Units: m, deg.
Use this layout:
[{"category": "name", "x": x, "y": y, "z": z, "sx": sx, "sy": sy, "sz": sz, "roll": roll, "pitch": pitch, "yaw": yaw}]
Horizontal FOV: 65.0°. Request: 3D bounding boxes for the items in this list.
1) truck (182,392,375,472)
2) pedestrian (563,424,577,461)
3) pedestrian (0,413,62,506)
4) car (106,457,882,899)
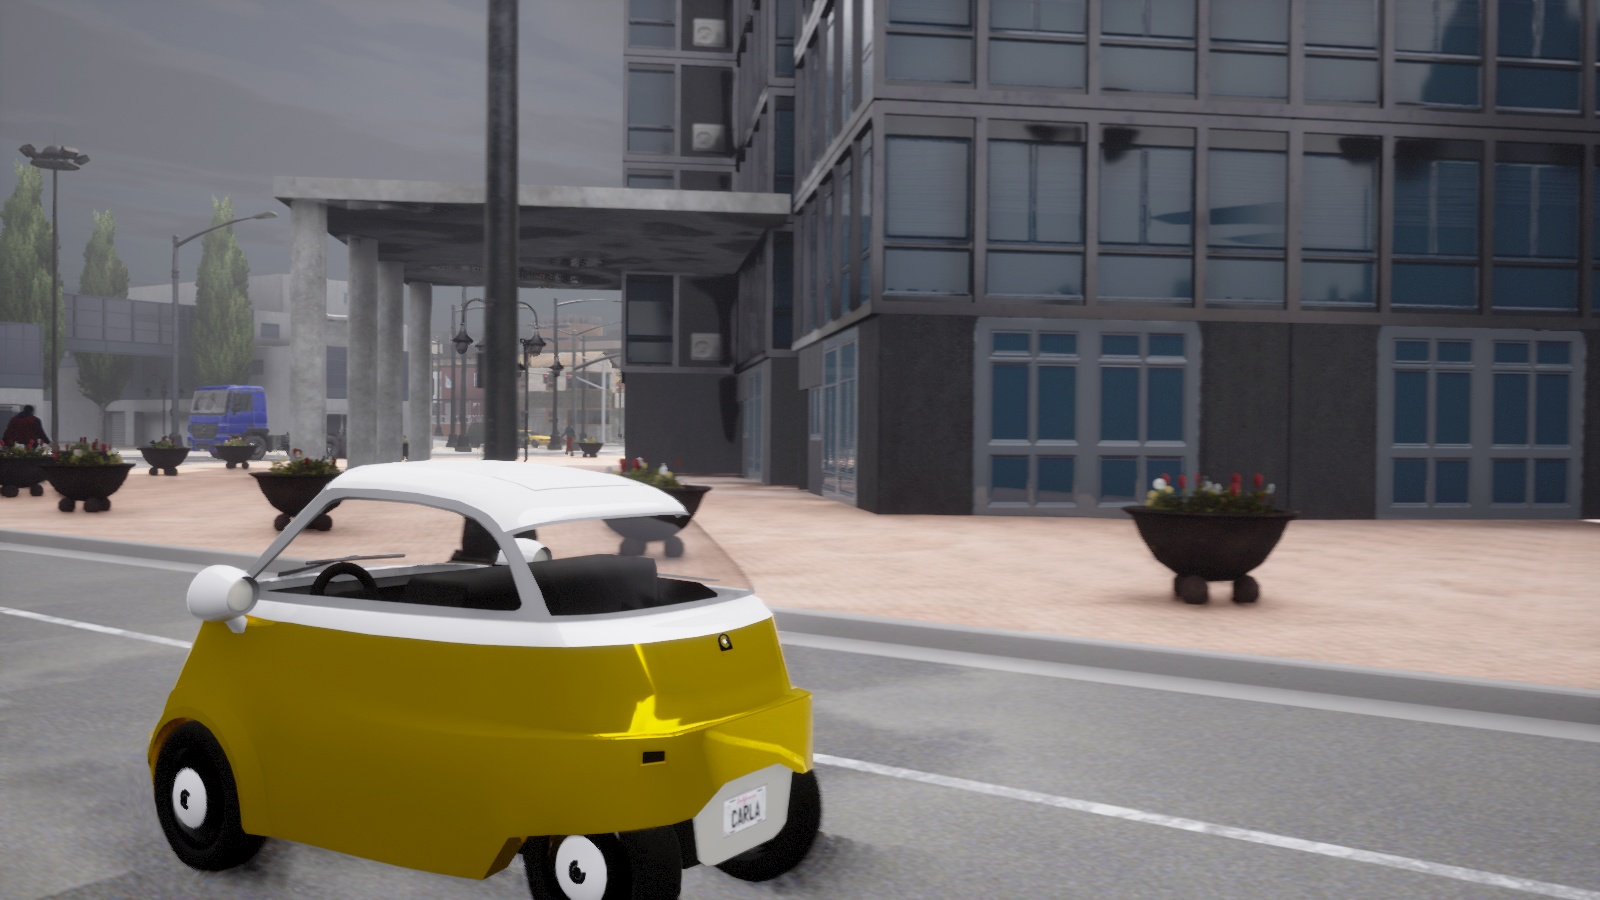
[{"category": "truck", "x": -24.058, "y": -0.840, "z": 58.401, "sx": 2.891, "sy": 3.462, "sz": 7.936, "roll": 0, "pitch": 1, "yaw": 34}, {"category": "pedestrian", "x": -11.661, "y": -0.376, "z": 63.643, "sx": 0.353, "sy": 1.847, "sz": 0.614, "roll": 0, "pitch": 1, "yaw": 32}, {"category": "pedestrian", "x": -15.549, "y": 0.176, "z": 25.359, "sx": 0.634, "sy": 1.844, "sz": 0.899, "roll": 0, "pitch": 1, "yaw": 13}, {"category": "car", "x": -1.049, "y": 0.736, "z": 4.326, "sx": 2.207, "sy": 1.376, "sz": 1.481, "roll": 0, "pitch": 1, "yaw": 33}]
